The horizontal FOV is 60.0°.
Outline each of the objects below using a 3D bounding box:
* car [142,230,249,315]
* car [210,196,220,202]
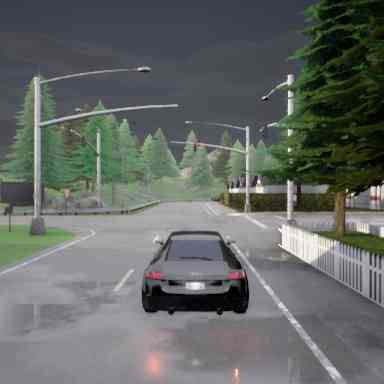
[{"bbox_3d":[0.075,1.562,7.644,1.994,1.385,4.181,0,0,1],"label":"car"},{"bbox_3d":[6.697,1.505,72.863,5.357,1.411,2.033,0,0,-22],"label":"car"}]
